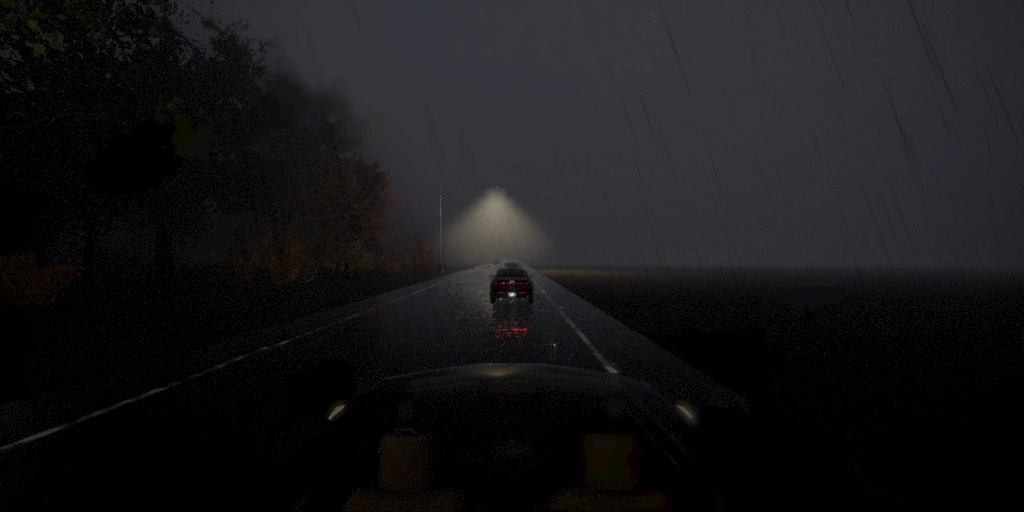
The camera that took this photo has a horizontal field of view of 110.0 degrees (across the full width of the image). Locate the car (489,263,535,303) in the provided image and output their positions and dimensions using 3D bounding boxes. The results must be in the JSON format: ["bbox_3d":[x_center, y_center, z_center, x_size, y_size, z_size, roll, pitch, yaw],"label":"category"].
[{"bbox_3d":[0.000,1.264,16.500,1.837,1.490,4.892,0,0,0],"label":"car"}]

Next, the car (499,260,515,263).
[{"bbox_3d":[0.000,1.280,31.500,1.812,1.442,4.674,0,0,0],"label":"car"}]
